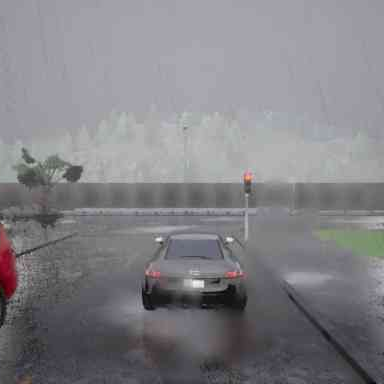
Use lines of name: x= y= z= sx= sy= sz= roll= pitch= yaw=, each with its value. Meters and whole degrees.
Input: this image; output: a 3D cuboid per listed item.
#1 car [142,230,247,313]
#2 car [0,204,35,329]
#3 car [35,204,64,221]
car: x=0.053 y=1.564 z=7.771 sx=1.994 sy=1.385 sz=4.181 roll=0 pitch=0 yaw=0
car: x=-4.057 y=1.221 z=3.403 sx=2.150 sy=2.045 sz=5.566 roll=0 pitch=0 yaw=1
car: x=-11.886 y=1.564 z=24.973 sx=4.181 sy=1.385 sz=1.994 roll=0 pitch=0 yaw=3
